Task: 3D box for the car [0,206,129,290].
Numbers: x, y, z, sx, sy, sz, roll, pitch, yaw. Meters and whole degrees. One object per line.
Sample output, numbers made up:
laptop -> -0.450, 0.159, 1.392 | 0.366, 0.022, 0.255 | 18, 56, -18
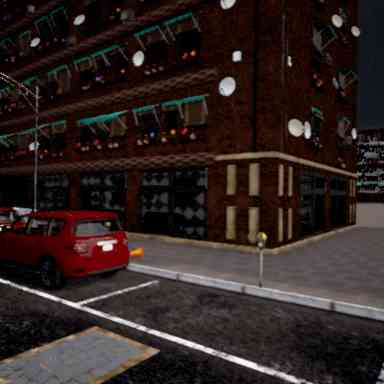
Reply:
car -> -3.969, 1.445, 9.532 | 5.009, 1.841, 2.192 | 0, 0, 37
